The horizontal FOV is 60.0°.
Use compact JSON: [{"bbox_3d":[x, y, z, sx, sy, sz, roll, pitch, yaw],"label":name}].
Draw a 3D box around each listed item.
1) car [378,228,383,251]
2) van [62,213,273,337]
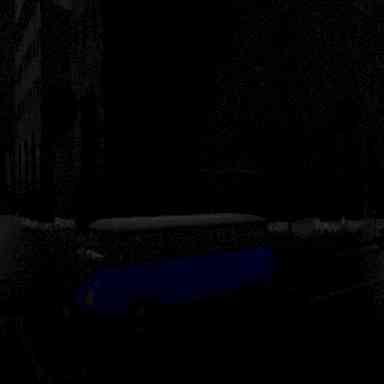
[{"bbox_3d":[8.954,1.539,12.925,4.507,1.381,1.887,0,0,-35],"label":"car"},{"bbox_3d":[-0.245,1.339,6.365,3.998,1.788,1.690,0,0,-35],"label":"van"}]
